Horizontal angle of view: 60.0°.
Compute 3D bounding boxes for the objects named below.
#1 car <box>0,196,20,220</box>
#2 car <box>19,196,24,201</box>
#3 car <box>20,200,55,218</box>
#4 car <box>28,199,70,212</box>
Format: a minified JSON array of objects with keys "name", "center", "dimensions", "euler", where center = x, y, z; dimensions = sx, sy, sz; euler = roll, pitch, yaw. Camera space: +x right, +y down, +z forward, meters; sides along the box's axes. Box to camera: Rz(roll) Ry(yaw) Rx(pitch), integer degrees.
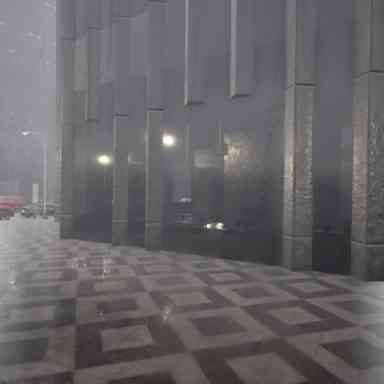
[{"name":"car","center":[-17.090,1.462,26.718],"dimensions":[2.192,1.841,5.009],"euler":[1,0,35]},{"name":"car","center":[-20.757,1.352,36.267],"dimensions":[2.192,1.841,5.009],"euler":[1,0,35]},{"name":"car","center":[-13.821,1.741,31.317],"dimensions":[1.947,1.339,4.313],"euler":[1,0,35]},{"name":"car","center":[-17.488,1.633,40.865],"dimensions":[1.947,1.339,4.313],"euler":[1,0,35]}]
